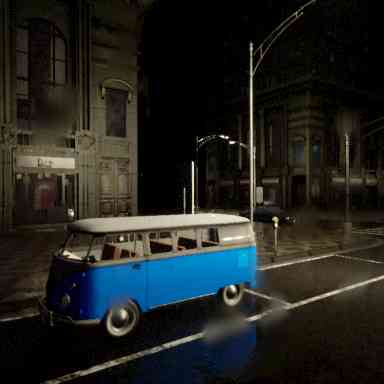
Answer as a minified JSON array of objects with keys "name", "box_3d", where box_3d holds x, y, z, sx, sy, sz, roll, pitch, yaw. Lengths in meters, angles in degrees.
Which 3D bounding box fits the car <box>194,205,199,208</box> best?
[{"name":"car","box_3d":[-0.206,2.046,35.040,1.994,1.385,4.181,0,-1,-36]}]

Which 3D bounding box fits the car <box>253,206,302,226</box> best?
[{"name":"car","box_3d":[5.988,1.845,26.442,2.033,1.411,5.357,0,-1,-36]}]

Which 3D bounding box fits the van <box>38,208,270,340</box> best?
[{"name":"van","box_3d":[-0.579,1.341,6.260,3.998,1.788,1.690,0,0,-36]}]
